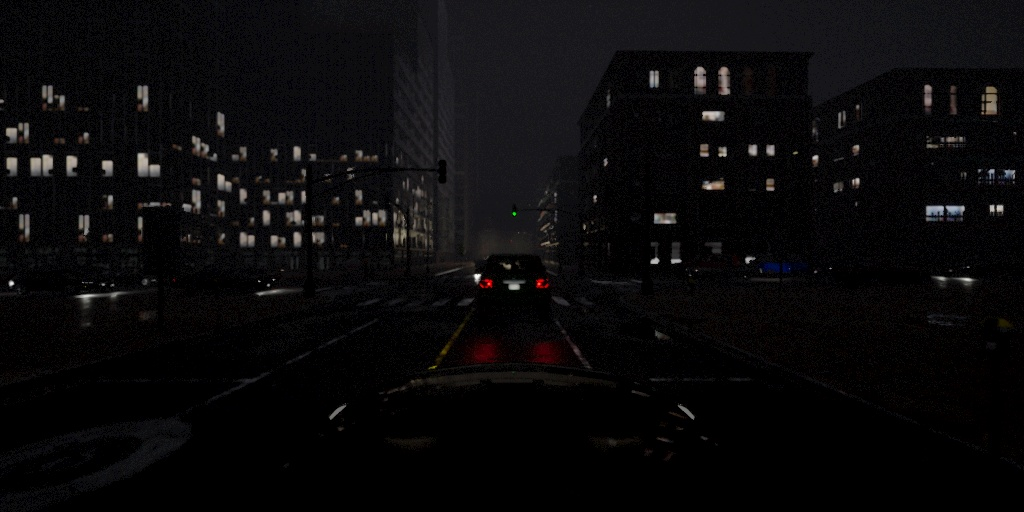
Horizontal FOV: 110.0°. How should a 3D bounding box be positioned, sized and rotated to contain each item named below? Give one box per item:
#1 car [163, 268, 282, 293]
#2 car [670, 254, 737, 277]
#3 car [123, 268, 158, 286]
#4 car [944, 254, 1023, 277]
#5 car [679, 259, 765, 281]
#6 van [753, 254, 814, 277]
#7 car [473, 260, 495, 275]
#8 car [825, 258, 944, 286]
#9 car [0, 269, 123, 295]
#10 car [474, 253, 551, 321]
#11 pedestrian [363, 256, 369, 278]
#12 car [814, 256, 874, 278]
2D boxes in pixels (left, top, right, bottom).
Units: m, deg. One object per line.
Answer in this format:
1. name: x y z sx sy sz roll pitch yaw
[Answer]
1. car: -17.776 1.455 22.214 5.357 1.411 2.033 -1 0 -1
2. car: 15.211 0.765 28.158 5.009 1.841 2.192 0 0 -1
3. car: -28.511 1.574 27.416 4.403 1.370 2.007 0 0 -1
4. car: 34.046 0.755 25.953 4.674 1.442 1.812 -1 0 -1
5. car: 14.958 1.067 25.687 4.718 1.301 1.895 -1 0 -1
6. van: 20.866 0.720 28.241 3.998 1.789 1.690 0 0 -1
7. car: -2.995 1.189 39.077 2.033 1.411 5.357 0 0 -1
8. car: 21.009 0.963 20.362 4.507 1.381 1.888 0 0 -1
9. car: -27.590 1.544 22.047 4.892 1.490 1.837 -1 0 -1
10. car: 0.053 0.939 12.493 2.150 2.045 5.566 0 0 0
11. pedestrian: -12.473 0.935 30.666 0.375 1.860 0.375 0 1 -1
12. car: 24.282 0.840 25.823 4.902 1.511 2.128 -1 0 -1
